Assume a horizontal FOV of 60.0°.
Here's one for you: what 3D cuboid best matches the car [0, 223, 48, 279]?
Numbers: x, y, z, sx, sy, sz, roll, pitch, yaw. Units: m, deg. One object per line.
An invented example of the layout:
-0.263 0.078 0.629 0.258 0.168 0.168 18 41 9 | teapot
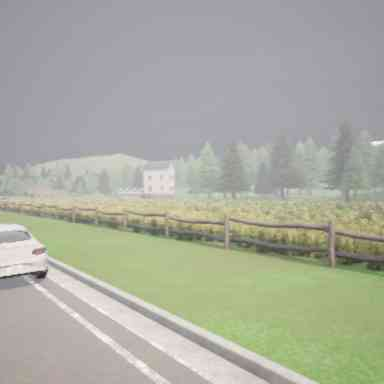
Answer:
-5.483 1.603 9.368 1.812 1.442 4.674 -1 0 -39 | car
